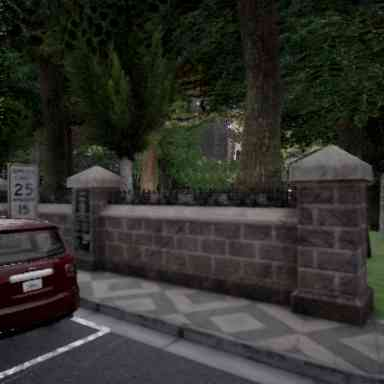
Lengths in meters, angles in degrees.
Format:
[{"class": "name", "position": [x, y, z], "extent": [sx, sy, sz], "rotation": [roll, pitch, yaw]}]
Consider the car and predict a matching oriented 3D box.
[{"class": "car", "position": [-4.099, 1.367, 5.897], "extent": [5.009, 1.841, 2.192], "rotation": [-1, 0, 36]}]
